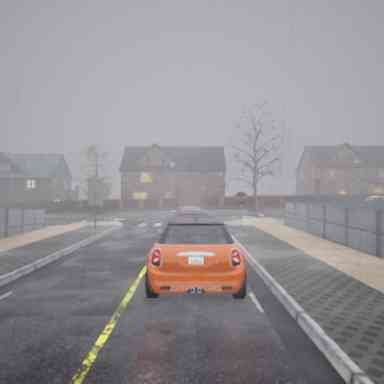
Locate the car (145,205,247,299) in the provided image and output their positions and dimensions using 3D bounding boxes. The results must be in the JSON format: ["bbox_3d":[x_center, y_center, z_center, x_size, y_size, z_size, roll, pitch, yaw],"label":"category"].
[{"bbox_3d":[0.084,1.380,8.663,2.097,1.767,4.553,0,0,0],"label":"car"}]

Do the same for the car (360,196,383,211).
[{"bbox_3d":[16.935,1.128,31.064,5.008,1.535,1.882,-1,1,0],"label":"car"}]

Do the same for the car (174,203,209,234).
[{"bbox_3d":[-0.181,1.555,20.917,1.882,1.535,5.008,0,0,-4],"label":"car"}]

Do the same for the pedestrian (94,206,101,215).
[{"bbox_3d":[-9.675,1.387,33.914,0.375,1.860,0.375,0,2,0],"label":"pedestrian"}]
